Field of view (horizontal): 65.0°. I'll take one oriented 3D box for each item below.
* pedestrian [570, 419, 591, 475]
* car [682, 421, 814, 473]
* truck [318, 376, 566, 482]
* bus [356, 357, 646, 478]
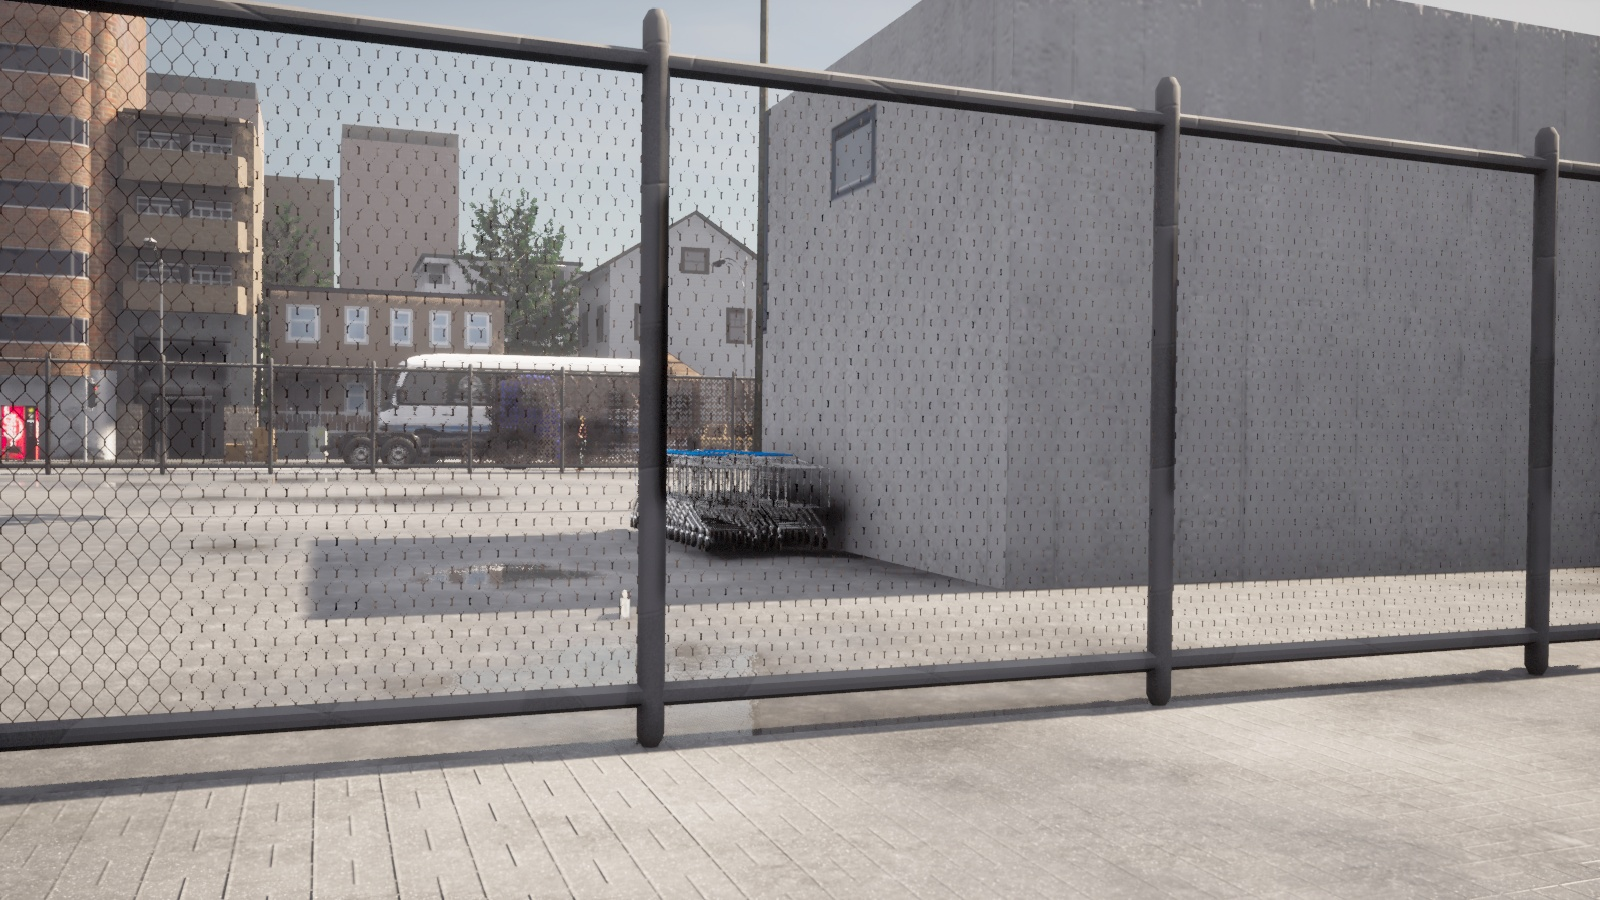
[{"bbox_3d":[-7.249,-0.089,41.465,0.594,1.836,0.345,0,1,25],"label":"pedestrian"},{"bbox_3d":[-1.958,-0.133,47.269,4.605,1.855,1.932,-1,1,-19],"label":"car"},{"bbox_3d":[-12.300,-0.756,43.328,7.936,3.462,2.891,-1,1,-19],"label":"truck"},{"bbox_3d":[-11.413,-1.235,47.900,10.273,4.253,3.944,-1,1,-21],"label":"bus"}]
